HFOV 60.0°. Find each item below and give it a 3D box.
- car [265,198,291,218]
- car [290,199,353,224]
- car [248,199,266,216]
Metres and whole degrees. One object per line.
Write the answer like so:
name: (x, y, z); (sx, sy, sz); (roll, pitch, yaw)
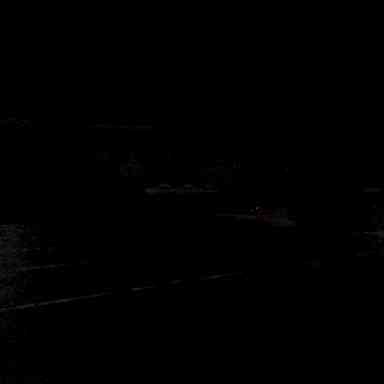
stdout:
car: (8.735, 1.379, 27.490); (4.892, 1.490, 1.837); (0, 0, -30)
car: (9.630, 1.410, 23.958); (4.674, 1.442, 1.812); (0, 0, -30)
car: (7.376, 1.371, 30.743); (4.892, 1.490, 1.837); (0, 0, -30)
